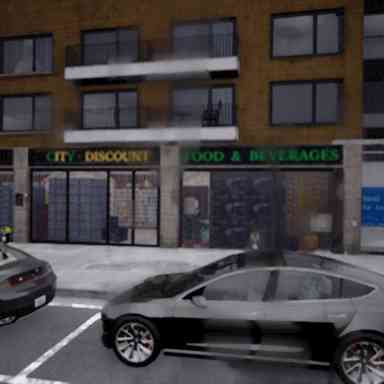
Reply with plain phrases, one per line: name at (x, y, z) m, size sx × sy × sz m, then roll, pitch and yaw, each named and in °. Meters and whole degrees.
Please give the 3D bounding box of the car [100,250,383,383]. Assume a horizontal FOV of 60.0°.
car at (0.868, 1.559, 4.766) m, size 4.313 × 1.339 × 1.947 m, roll 0°, pitch 1°, yaw 11°

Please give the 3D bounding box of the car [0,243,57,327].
car at (-4.614, 1.536, 5.836) m, size 4.403 × 1.369 × 2.008 m, roll 0°, pitch 1°, yaw 11°
